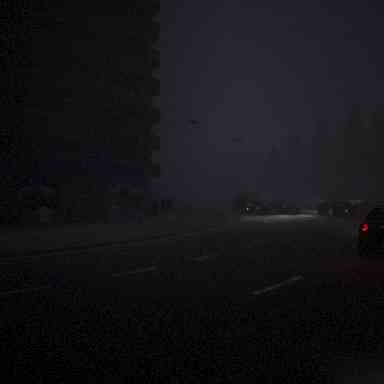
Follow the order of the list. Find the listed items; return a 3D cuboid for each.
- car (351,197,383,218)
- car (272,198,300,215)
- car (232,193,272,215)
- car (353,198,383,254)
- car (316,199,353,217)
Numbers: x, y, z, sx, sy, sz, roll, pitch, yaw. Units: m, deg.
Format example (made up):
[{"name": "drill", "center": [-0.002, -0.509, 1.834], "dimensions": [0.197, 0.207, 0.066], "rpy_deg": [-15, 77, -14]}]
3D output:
[{"name": "car", "center": [16.104, 1.294, 29.391], "dimensions": [1.882, 1.535, 5.008], "rpy_deg": [0, 0, 1]}, {"name": "car", "center": [8.853, 1.367, 32.559], "dimensions": [1.812, 1.442, 4.674], "rpy_deg": [0, 0, -8]}, {"name": "car", "center": [5.521, 1.080, 32.489], "dimensions": [2.150, 2.045, 5.566], "rpy_deg": [0, 0, -9]}, {"name": "car", "center": [7.682, 1.269, 12.546], "dimensions": [2.097, 1.767, 4.553], "rpy_deg": [0, 0, 34]}, {"name": "car", "center": [12.657, 1.324, 29.575], "dimensions": [2.128, 1.511, 4.902], "rpy_deg": [0, 0, 1]}]
